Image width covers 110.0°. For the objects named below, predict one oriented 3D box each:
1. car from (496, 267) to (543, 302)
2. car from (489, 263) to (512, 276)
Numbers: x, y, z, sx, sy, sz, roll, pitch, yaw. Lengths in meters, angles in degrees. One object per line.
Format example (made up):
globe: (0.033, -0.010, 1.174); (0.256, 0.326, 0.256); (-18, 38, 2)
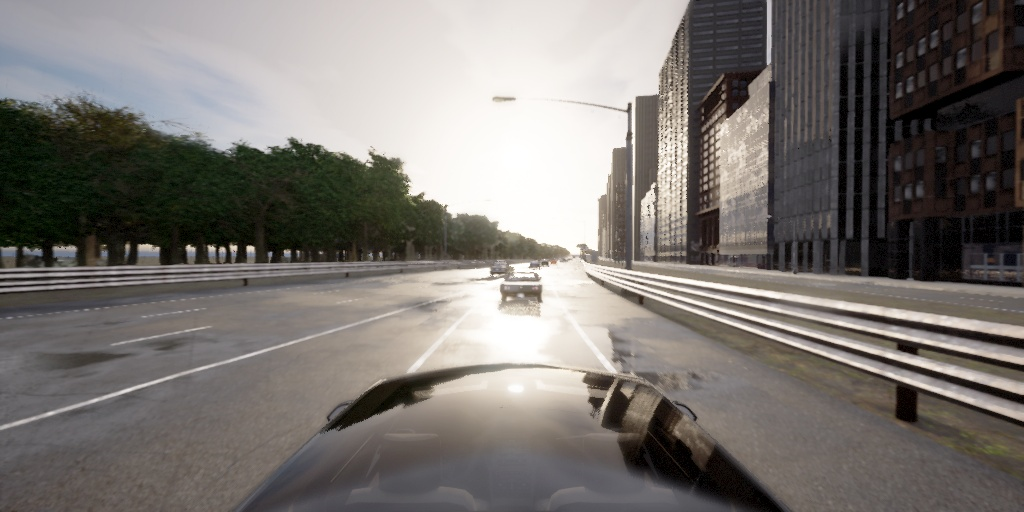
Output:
car: (0.543, 1.399, 17.561); (1.895, 1.301, 4.718); (0, 0, 4)
car: (-0.997, 1.419, 38.283); (2.033, 1.411, 5.357); (0, 0, 11)
